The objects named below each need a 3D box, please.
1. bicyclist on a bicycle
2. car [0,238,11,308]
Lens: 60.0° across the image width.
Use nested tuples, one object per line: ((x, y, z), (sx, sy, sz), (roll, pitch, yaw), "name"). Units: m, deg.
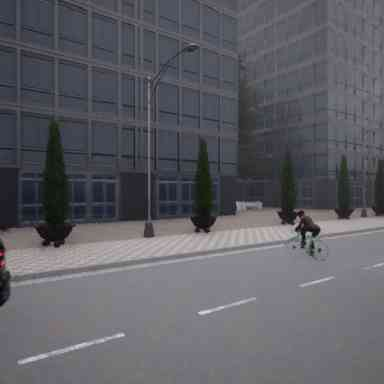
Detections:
((3.834, 1.455, 11.199), (0.582, 1.620, 1.656), (0, -2, -36), "bicyclist on a bicycle")
((-5.501, 1.221, 4.306), (5.566, 2.045, 2.150), (0, 0, -36), "car")
